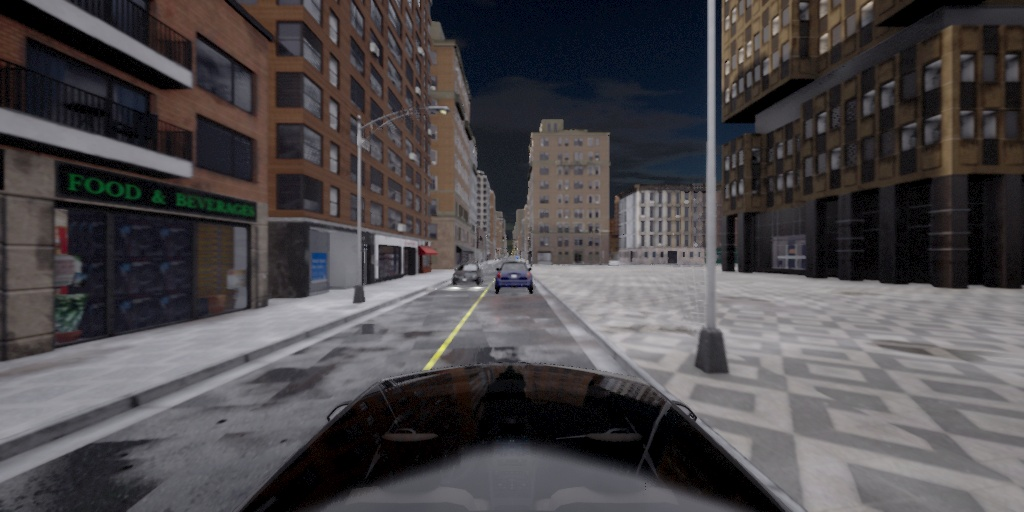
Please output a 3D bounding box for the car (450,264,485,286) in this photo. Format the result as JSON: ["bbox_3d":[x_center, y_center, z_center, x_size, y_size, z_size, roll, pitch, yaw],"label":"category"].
[{"bbox_3d":[-3.075,1.271,25.502,1.812,1.442,4.674,0,0,0],"label":"car"}]

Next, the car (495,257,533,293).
[{"bbox_3d":[0.109,1.097,21.079,2.097,1.767,4.553,0,0,0],"label":"car"}]
